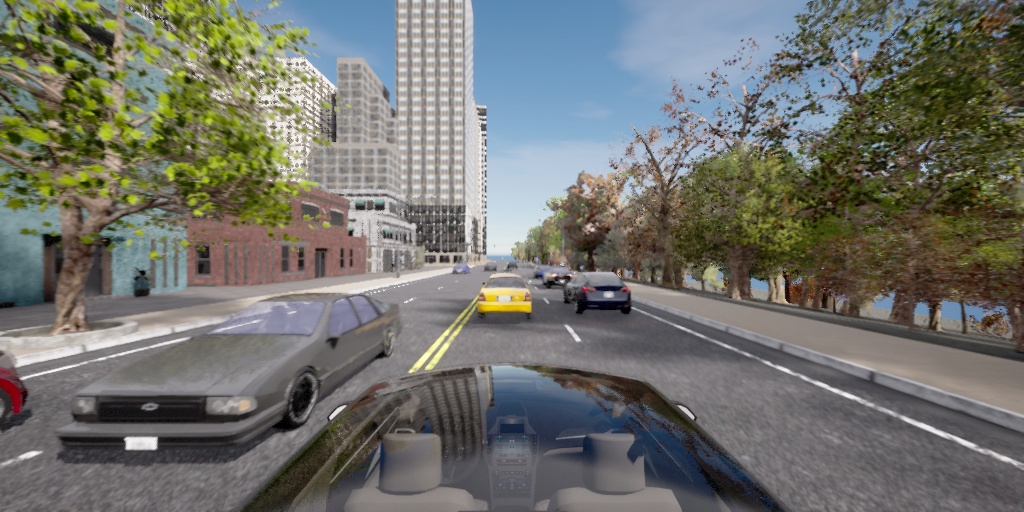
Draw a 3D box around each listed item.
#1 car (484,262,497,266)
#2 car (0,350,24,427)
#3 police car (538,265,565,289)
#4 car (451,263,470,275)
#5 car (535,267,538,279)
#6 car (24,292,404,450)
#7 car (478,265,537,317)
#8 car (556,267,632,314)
[{"bbox_3d":[-3.297,1.651,55.789,1.882,1.535,5.008,0,-1,1],"label":"car"},{"bbox_3d":[-6.601,1.319,2.344,1.994,1.385,4.181,0,0,0],"label":"car"},{"bbox_3d":[3.246,1.445,25.339,2.038,1.542,4.974,0,0,0],"label":"police car"},{"bbox_3d":[-6.586,1.636,46.953,1.812,1.442,4.674,0,0,0],"label":"car"},{"bbox_3d":[3.245,1.592,36.339,1.994,1.385,4.181,0,0,0],"label":"car"},{"bbox_3d":[-3.352,1.331,5.907,2.033,1.411,5.357,0,0,0],"label":"car"},{"bbox_3d":[-0.217,1.300,13.508,1.801,1.575,5.366,0,-1,0],"label":"car"},{"bbox_3d":[3.248,1.355,14.369,2.163,1.488,4.792,0,0,0],"label":"car"}]
